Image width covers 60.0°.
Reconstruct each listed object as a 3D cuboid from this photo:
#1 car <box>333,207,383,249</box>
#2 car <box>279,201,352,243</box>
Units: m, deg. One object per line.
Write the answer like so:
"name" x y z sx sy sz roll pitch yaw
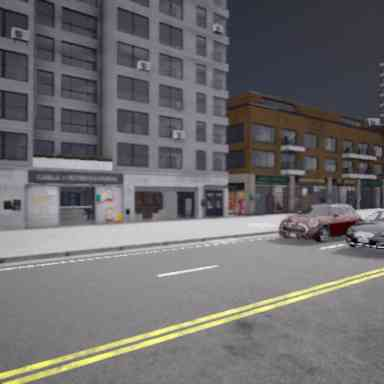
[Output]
"car" 8.216 1.491 13.533 4.902 1.511 2.128 0 0 -35
"car" 6.329 1.351 16.179 4.553 1.767 2.097 0 0 -35
